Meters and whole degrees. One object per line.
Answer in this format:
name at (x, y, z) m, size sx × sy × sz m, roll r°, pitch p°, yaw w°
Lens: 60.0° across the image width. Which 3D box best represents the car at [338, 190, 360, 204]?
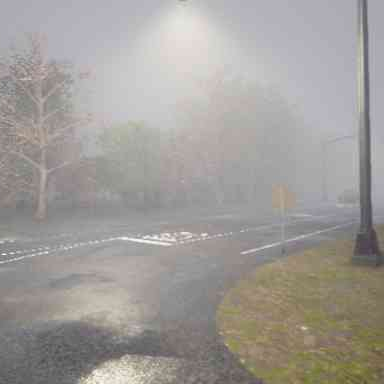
car at (23.445, 0.714, 49.133) m, size 2.150 × 2.045 × 5.566 m, roll -1°, pitch 2°, yaw 42°
